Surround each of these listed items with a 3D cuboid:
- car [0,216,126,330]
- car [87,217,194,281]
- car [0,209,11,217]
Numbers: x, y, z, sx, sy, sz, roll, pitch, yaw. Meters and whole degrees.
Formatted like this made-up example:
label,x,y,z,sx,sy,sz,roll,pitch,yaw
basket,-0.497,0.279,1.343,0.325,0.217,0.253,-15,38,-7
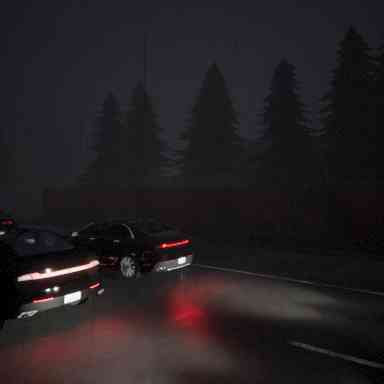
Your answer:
label,x,y,z,sx,sy,sz,roll,pitch,yaw
car,-3.899,1.492,6.799,4.902,1.511,2.128,0,0,36
car,-2.226,1.505,9.908,4.892,1.490,1.837,0,0,36
car,-9.971,1.505,15.473,4.892,1.490,1.837,0,0,36
